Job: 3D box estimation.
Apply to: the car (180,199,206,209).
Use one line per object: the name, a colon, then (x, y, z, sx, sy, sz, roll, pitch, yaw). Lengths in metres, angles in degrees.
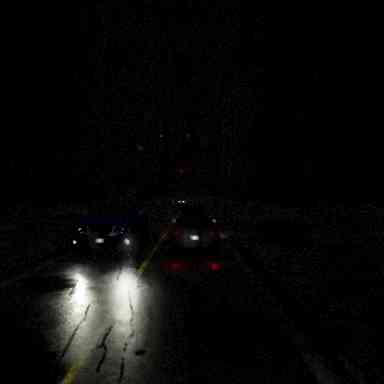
car: (0.100, 1.641, 28.508, 1.837, 1.490, 4.892, 0, 0, 0)

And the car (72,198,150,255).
car: (-3.097, 1.291, 13.914, 2.150, 2.045, 5.566, 0, 0, 0)

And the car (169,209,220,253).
car: (0.098, 1.633, 14.001, 1.994, 1.385, 4.181, 0, 0, 0)
